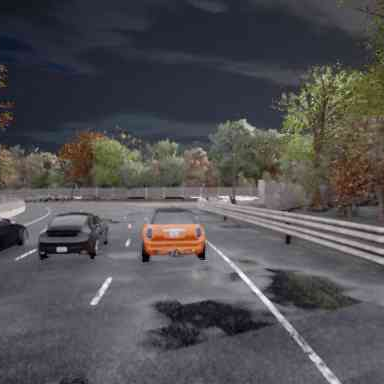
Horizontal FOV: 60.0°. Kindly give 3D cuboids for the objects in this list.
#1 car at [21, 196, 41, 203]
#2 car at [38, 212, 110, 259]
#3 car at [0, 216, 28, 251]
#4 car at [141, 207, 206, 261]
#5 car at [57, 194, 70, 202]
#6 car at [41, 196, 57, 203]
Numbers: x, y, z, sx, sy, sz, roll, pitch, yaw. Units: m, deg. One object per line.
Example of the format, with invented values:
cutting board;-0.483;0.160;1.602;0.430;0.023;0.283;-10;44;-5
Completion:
car;-34.878;1.610;71.135;2.033;1.411;5.357;0;0;-45
car;-4.342;1.516;12.727;1.837;1.490;4.892;0;0;-7
car;-7.882;1.589;12.703;1.994;1.385;4.181;0;0;-8
car;-0.771;1.346;12.550;2.097;1.767;4.553;0;0;-6
car;-29.696;1.392;75.842;2.097;1.767;4.553;0;0;-45
car;-32.298;1.553;73.499;1.837;1.490;4.892;0;0;-45
